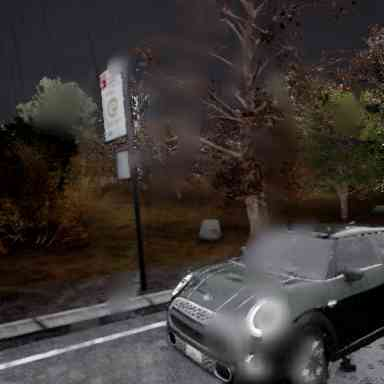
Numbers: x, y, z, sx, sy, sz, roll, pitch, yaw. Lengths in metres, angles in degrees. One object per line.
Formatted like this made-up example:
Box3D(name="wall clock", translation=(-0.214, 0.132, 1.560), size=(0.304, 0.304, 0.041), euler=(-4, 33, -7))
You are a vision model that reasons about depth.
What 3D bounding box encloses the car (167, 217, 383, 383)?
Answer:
Box3D(name="car", translation=(1.850, 1.343, 5.307), size=(4.553, 1.767, 2.097), euler=(0, 0, -35))
